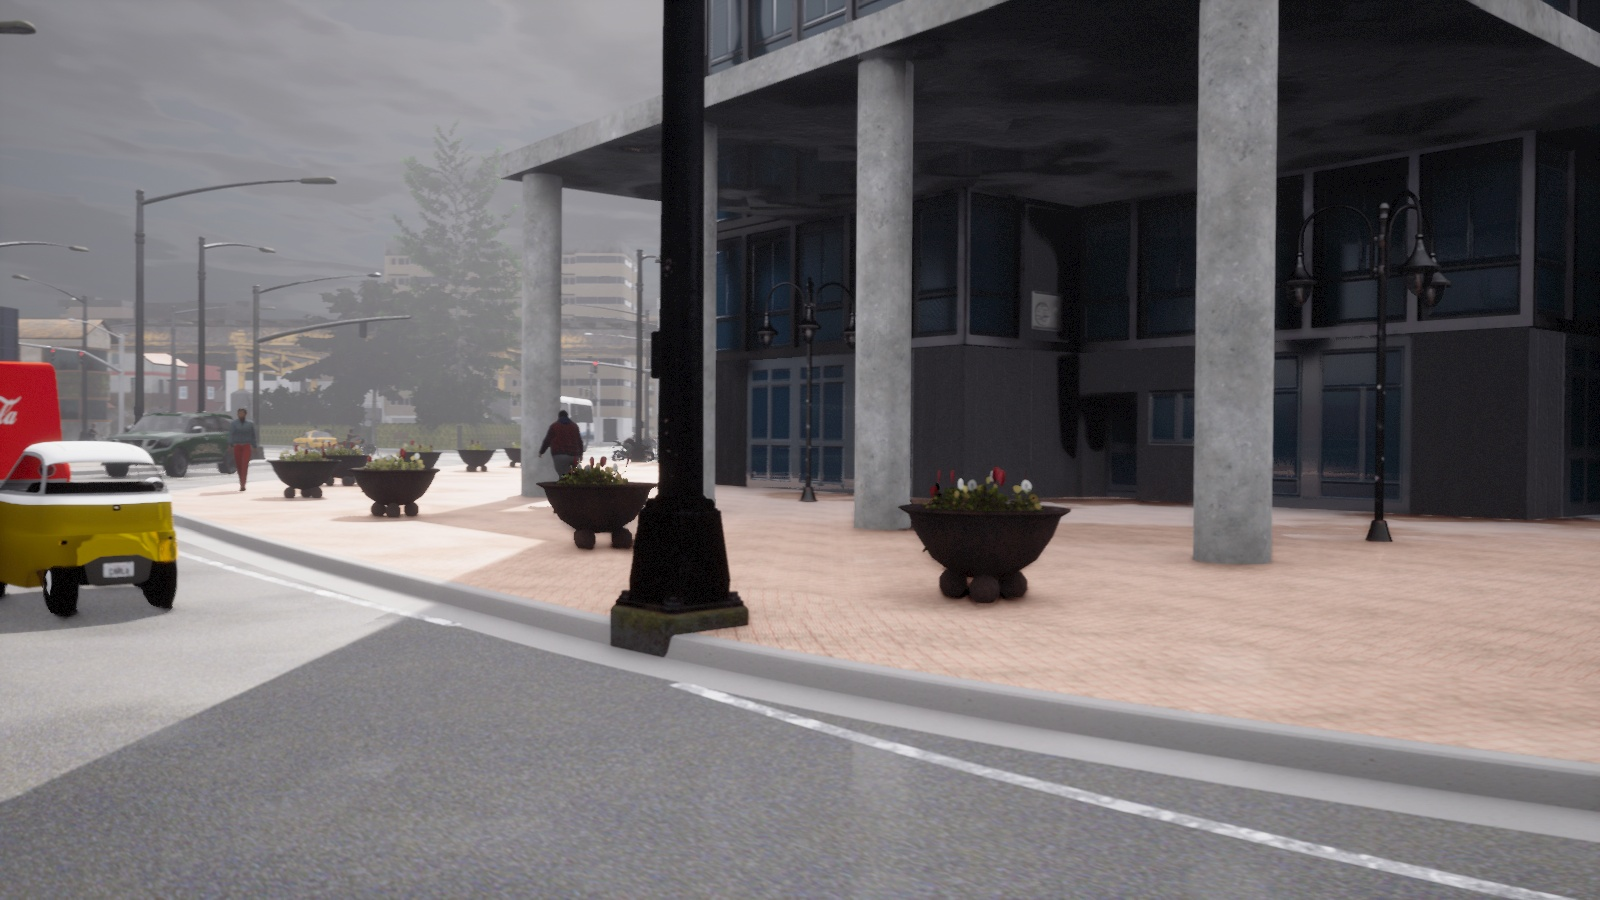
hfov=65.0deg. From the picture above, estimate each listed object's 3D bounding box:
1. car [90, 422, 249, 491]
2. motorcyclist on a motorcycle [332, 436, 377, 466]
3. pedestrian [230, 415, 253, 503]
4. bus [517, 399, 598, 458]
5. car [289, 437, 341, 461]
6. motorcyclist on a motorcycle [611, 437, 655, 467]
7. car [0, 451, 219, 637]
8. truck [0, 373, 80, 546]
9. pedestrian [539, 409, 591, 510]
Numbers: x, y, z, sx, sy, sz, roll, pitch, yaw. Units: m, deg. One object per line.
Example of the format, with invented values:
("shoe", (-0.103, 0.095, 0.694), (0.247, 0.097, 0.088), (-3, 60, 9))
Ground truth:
("car", (-20.019, 0.158, 40.231), (2.150, 2.045, 5.566), (-1, 1, 1))
("motorcyclist on a motorcycle", (-25.259, 0.062, 71.194), (2.350, 1.649, 0.766), (-1, 0, -20))
("pedestrian", (-11.862, 0.181, 26.693), (0.353, 1.847, 0.614), (-1, 1, -18))
("bus", (-18.594, -1.649, 97.047), (3.944, 4.253, 10.273), (-1, 1, 1))
("car", (-33.192, -0.063, 85.809), (1.801, 1.575, 5.366), (-1, 1, -38))
("motorcyclist on a motorcycle", (-8.757, 0.095, 65.991), (2.191, 1.530, 0.866), (0, 1, 1))
("car", (-6.165, 0.715, 10.869), (1.481, 1.376, 2.207), (-1, 1, -41))
("truck", (-13.123, 0.133, 19.831), (2.627, 2.467, 5.204), (-1, 1, -34))
("pedestrian", (-4.371, 0.168, 23.327), (0.634, 1.844, 0.899), (-1, 1, -34))
